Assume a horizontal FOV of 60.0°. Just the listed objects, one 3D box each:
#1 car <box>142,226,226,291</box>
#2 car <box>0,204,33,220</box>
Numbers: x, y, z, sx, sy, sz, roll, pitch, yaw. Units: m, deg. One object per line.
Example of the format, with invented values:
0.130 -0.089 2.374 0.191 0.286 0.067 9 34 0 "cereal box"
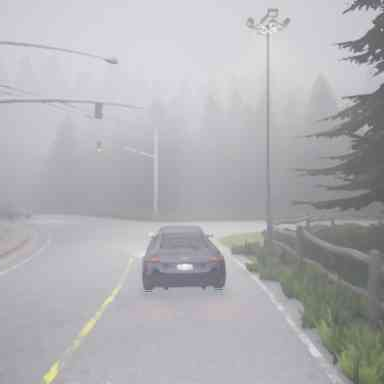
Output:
-0.307 1.625 9.288 1.994 1.385 4.181 0 0 -4 "car"
-16.651 1.798 30.315 4.718 1.301 1.895 0 0 31 "car"
